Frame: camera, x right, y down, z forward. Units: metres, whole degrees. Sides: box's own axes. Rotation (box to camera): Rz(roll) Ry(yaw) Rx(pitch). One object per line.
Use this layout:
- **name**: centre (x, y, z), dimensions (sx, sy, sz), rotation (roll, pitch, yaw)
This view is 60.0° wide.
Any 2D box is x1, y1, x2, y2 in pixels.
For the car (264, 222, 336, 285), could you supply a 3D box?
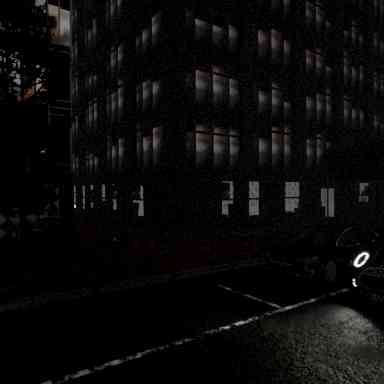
- **car**: centre (3.926, 1.549, 9.396), dimensions (4.403, 1.369, 2.008), rotation (0, -1, -36)

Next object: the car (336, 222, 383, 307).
- **car**: centre (5.378, 1.350, 7.116), dimensions (4.553, 1.767, 2.097), rotation (0, 0, -36)

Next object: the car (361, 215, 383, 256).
- **car**: centre (8.544, 1.563, 12.710), dimensions (4.313, 1.339, 1.947), rotation (0, -1, -36)
